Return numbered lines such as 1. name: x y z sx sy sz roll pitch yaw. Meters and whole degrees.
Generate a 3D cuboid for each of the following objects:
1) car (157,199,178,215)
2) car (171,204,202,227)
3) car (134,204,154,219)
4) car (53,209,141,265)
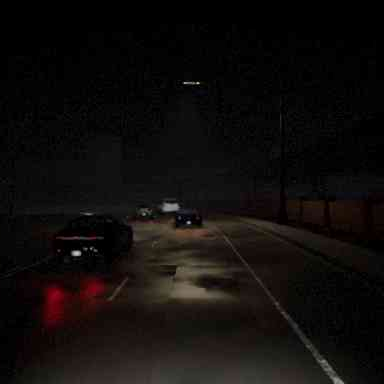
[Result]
1. car: -3.082 1.879 42.412 2.150 2.045 5.566 1 -2 -15
2. car: -0.373 1.852 25.149 1.895 1.301 4.718 0 -1 -4
3. car: -4.903 1.924 33.709 1.812 1.442 4.674 0 -1 -9
4. car: -3.405 1.610 12.207 2.128 1.511 4.902 0 -1 0
